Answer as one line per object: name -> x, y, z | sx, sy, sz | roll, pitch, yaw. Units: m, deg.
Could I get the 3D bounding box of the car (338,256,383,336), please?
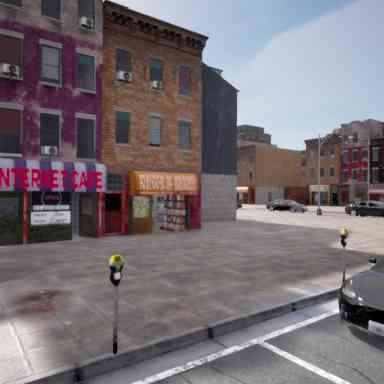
car -> 4.435, 1.568, 5.954 | 4.313, 1.339, 1.947 | 0, 0, -35

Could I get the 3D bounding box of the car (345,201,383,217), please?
car -> 15.889, 1.543, 28.976 | 1.837, 1.490, 4.892 | 1, 0, -35

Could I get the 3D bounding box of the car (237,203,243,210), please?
car -> 4.420, 1.626, 45.162 | 2.033, 1.411, 5.357 | 1, 0, -36

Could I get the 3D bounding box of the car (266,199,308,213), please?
car -> 10.412, 1.549, 36.712 | 2.128, 1.511, 4.902 | 1, 0, -35
